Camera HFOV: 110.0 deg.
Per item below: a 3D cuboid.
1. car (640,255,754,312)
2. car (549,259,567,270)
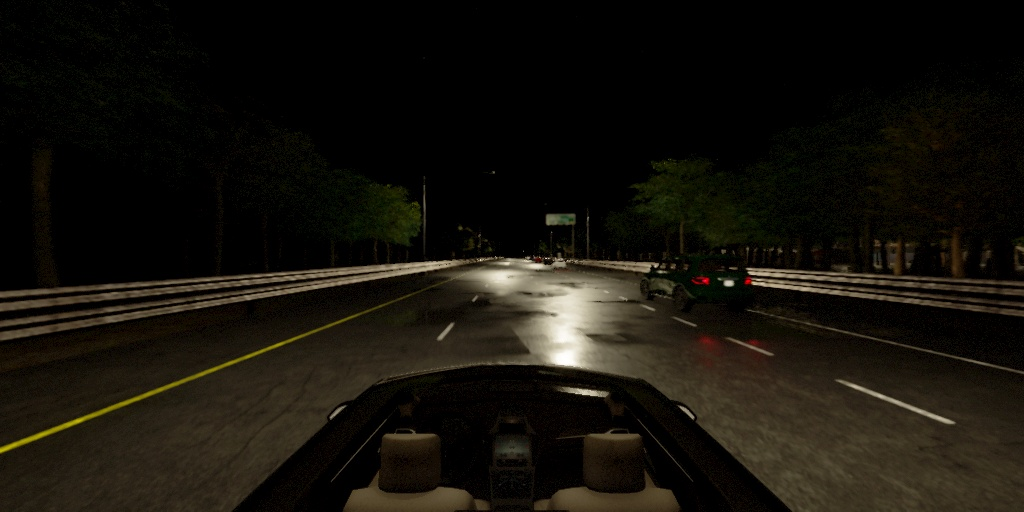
[{"bbox_3d":[7.011,0.980,14.269,2.150,2.045,5.566,0,0,0],"label":"car"},{"bbox_3d":[7.166,1.285,54.246,1.812,1.442,4.674,0,0,0],"label":"car"}]
